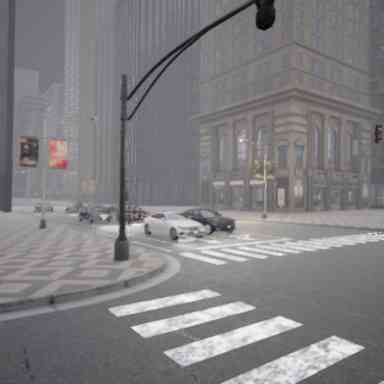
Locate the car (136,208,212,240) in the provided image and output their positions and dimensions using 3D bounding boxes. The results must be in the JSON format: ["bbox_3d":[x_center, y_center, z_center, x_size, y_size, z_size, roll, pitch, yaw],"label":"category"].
[{"bbox_3d":[-1.148,1.813,18.912,1.812,1.442,4.674,1,-1,-35],"label":"car"}]

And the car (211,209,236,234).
[{"bbox_3d":[0.819,1.832,21.764,1.882,1.535,5.008,1,-1,-34],"label":"car"}]

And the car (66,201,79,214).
[{"bbox_3d":[-15.757,2.256,45.254,1.994,1.385,4.181,1,-1,-35],"label":"car"}]

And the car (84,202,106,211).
[{"bbox_3d":[-17.138,2.460,58.549,2.033,1.411,5.357,1,-1,-35],"label":"car"}]

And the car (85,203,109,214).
[{"bbox_3d":[-13.914,2.361,48.450,1.895,1.301,4.718,1,-1,-35],"label":"car"}]

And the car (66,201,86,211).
[{"bbox_3d":[-19.790,2.366,56.673,1.837,1.490,4.892,1,-1,-35],"label":"car"}]

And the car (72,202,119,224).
[{"bbox_3d":[-8.661,1.936,29.530,2.128,1.511,4.902,1,-1,-35],"label":"car"}]

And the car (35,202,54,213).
[{"bbox_3d":[-20.725,2.190,46.716,1.837,1.490,4.892,1,-2,-35],"label":"car"}]

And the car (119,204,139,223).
[{"bbox_3d":[-5.455,2.049,30.628,1.994,1.385,4.181,1,-1,-35],"label":"car"}]
